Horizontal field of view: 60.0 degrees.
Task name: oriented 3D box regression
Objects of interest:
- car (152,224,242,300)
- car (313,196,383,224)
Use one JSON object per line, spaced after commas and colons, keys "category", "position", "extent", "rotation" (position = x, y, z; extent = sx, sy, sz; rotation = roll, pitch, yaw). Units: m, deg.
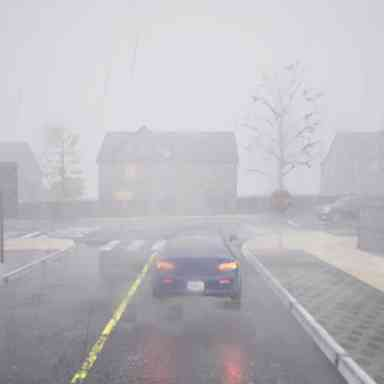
{"category": "car", "position": [0.169, 1.529, 8.294], "extent": [1.812, 1.442, 4.674], "rotation": [0, 0, 3]}
{"category": "car", "position": [10.185, 1.055, 21.379], "extent": [4.553, 1.767, 2.097], "rotation": [-1, 1, -2]}
